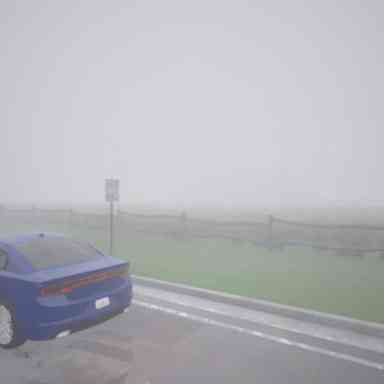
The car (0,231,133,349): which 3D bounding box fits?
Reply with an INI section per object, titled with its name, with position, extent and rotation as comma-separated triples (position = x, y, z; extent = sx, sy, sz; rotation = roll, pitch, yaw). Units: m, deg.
[car]
position = -3.339, 1.495, 6.370
extent = 5.008, 1.535, 1.882
rotation = 0, 0, 36
